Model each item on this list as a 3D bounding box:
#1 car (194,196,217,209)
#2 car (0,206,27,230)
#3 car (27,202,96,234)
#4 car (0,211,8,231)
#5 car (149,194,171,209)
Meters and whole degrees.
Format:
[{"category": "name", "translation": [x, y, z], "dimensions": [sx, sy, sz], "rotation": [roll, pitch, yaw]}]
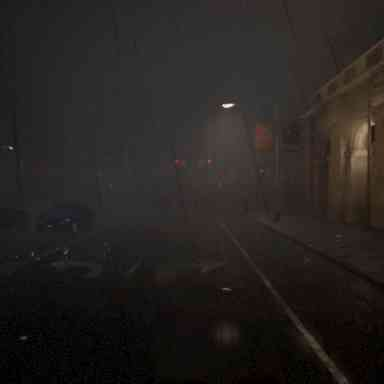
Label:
[{"category": "car", "translation": [1.706, 1.206, 40.530], "dimensions": [2.128, 1.511, 4.902], "rotation": [0, 0, 18]}, {"category": "car", "translation": [-10.339, 1.423, 17.194], "dimensions": [2.033, 1.411, 5.357], "rotation": [0, 0, 1]}, {"category": "car", "translation": [-6.824, 1.345, 18.490], "dimensions": [1.882, 1.535, 5.008], "rotation": [0, 0, 1]}, {"category": "car", "translation": [-6.969, 1.433, 7.986], "dimensions": [2.128, 1.511, 4.902], "rotation": [0, 0, 1]}, {"category": "car", "translation": [-4.004, 1.063, 40.916], "dimensions": [2.097, 1.767, 4.553], "rotation": [0, 1, -14]}]
